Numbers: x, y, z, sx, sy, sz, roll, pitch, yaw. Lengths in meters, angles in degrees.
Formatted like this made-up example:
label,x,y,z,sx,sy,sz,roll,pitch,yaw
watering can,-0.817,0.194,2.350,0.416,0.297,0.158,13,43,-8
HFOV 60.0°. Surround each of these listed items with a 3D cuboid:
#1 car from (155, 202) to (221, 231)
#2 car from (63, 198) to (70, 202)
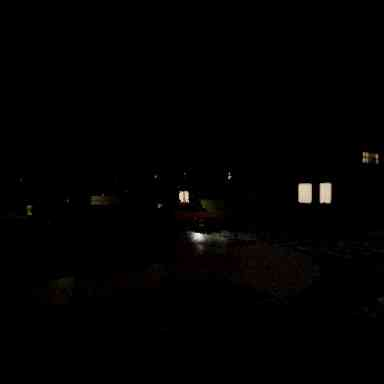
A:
label,x,y,z,sx,sy,sz,roll,pitch,yaw
car,-0.378,1.371,19.910,1.882,1.535,5.008,1,0,-37
car,-12.425,1.347,35.683,2.033,1.411,5.357,1,0,-37
